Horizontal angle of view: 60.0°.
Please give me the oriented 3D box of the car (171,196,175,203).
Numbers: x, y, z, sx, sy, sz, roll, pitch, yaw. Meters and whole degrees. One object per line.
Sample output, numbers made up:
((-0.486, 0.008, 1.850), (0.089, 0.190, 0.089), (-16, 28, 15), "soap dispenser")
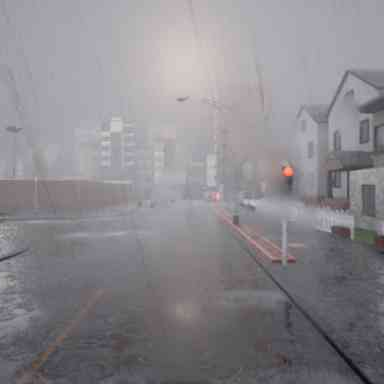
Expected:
((-4.045, 1.318, 59.573), (1.994, 1.385, 4.181), (0, 0, 1), "car")

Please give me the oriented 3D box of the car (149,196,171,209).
((-4.093, 1.352, 41.862), (1.812, 1.442, 4.674), (0, 0, 0), "car")
